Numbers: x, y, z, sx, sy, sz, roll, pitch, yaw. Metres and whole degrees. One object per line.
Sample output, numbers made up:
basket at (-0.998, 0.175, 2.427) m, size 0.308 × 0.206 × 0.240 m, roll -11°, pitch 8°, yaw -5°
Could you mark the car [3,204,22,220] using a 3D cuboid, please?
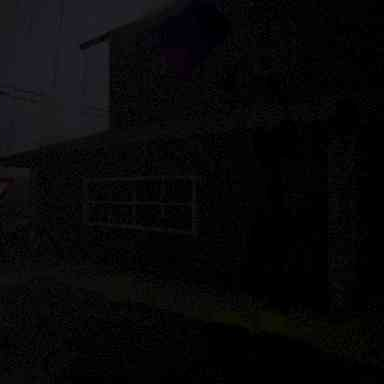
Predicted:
car at (-14.951, 1.504, 23.942) m, size 1.882 × 1.535 × 5.008 m, roll 0°, pitch 0°, yaw 37°
